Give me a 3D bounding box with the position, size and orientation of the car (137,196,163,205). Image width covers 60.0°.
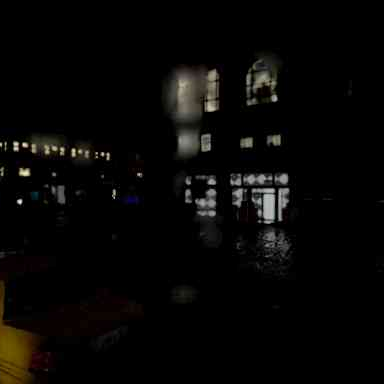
[{"bbox_3d":[-7.158,1.442,57.096,2.008,1.369,4.403,0,0,35],"label":"car"}]

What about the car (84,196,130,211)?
[{"bbox_3d":[-9.792,1.425,38.686,1.887,1.381,4.507,0,0,35],"label":"car"}]

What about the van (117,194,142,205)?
[{"bbox_3d":[-10.335,1.205,52.575,1.690,1.788,3.998,0,0,35],"label":"van"}]

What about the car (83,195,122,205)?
[{"bbox_3d":[-12.125,1.415,45.509,1.994,1.385,4.181,1,0,35],"label":"car"}]

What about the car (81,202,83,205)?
[{"bbox_3d":[-13.611,1.361,47.915,1.752,1.417,4.829,0,0,35],"label":"car"}]

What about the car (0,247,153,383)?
[{"bbox_3d":[-2.746,1.485,4.835,4.829,1.417,1.752,1,0,36],"label":"car"}]
